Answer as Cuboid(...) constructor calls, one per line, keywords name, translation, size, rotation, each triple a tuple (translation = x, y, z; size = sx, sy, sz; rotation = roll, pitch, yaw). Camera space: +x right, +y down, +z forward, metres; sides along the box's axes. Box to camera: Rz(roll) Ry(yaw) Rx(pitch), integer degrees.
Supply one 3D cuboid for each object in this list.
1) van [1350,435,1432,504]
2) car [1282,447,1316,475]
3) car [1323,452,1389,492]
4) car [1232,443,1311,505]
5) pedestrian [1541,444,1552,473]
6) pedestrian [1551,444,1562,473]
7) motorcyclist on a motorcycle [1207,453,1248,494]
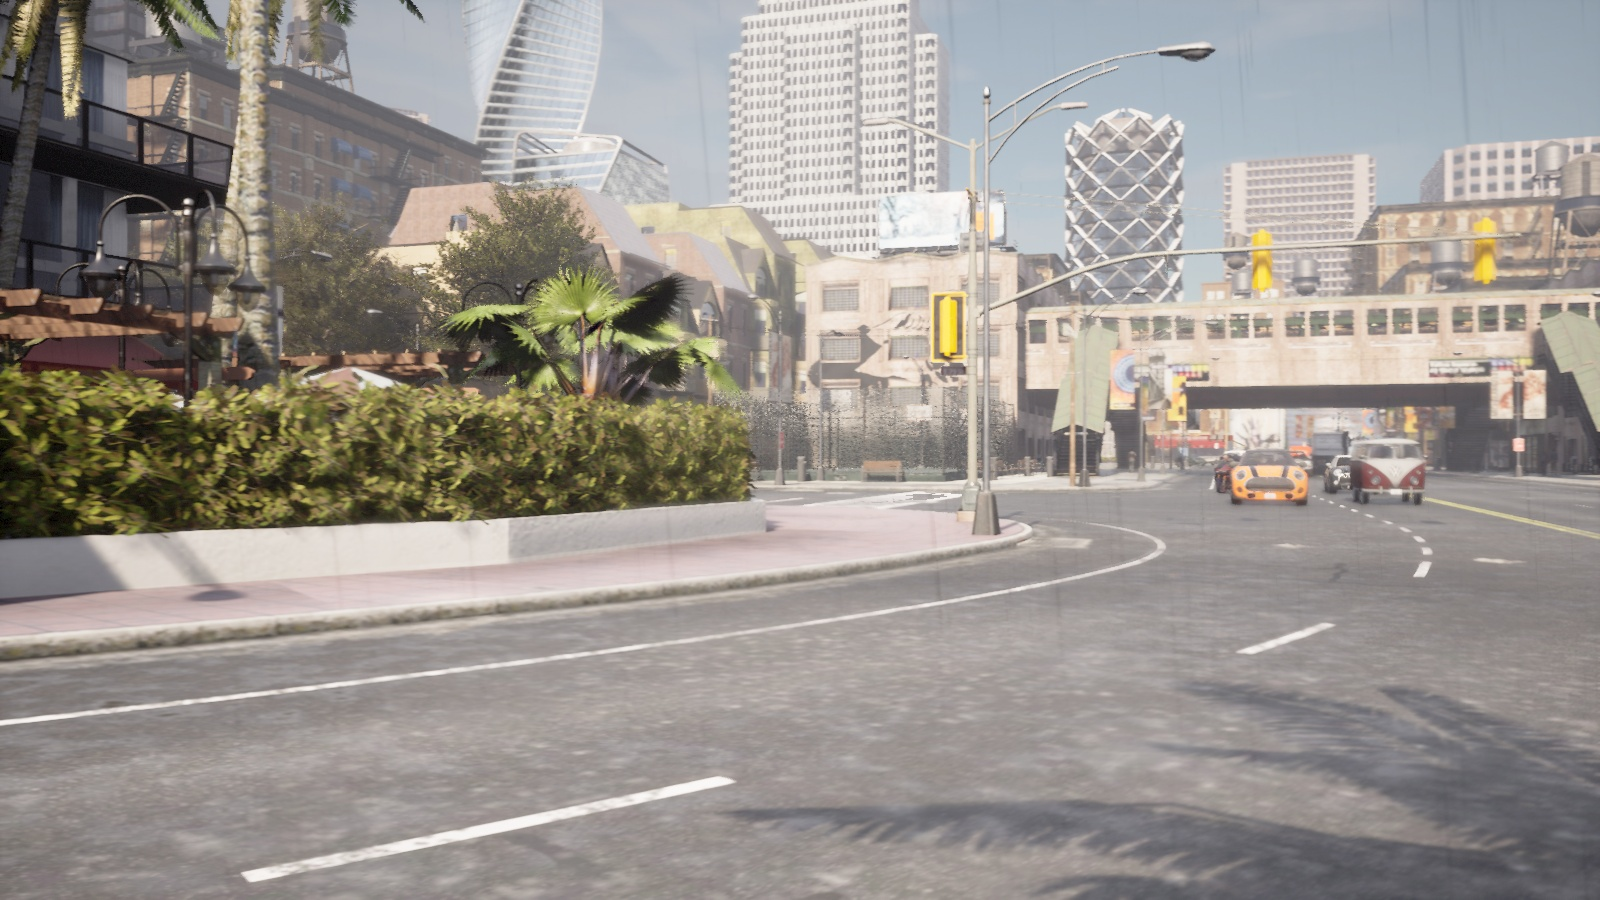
Cuboid(name="van", translation=(18.122, 0.577, 38.678), size=(1.775, 1.987, 4.442), rotation=(0, 0, 19))
Cuboid(name="car", translation=(34.342, 0.756, 86.492), size=(1.932, 1.855, 4.605), rotation=(0, 0, 19))
Cuboid(name="car", translation=(21.545, 0.814, 48.781), size=(1.970, 1.475, 3.806), rotation=(0, 0, 19))
Cuboid(name="car", translation=(14.262, 0.692, 38.187), size=(2.097, 1.767, 4.553), rotation=(0, 0, 19))
Cuboid(name="pedestrian", translation=(46.830, 0.536, 78.742), size=(0.540, 1.848, 0.694), rotation=(0, 0, 26))
Cuboid(name="pedestrian", translation=(50.870, 0.544, 84.459), size=(0.423, 1.949, 0.788), rotation=(0, 0, 17))
Cuboid(name="motorcyclist on a motorcycle", translation=(16.471, 0.896, 48.316), size=(0.866, 1.530, 2.191), rotation=(-1, -1, 36))
